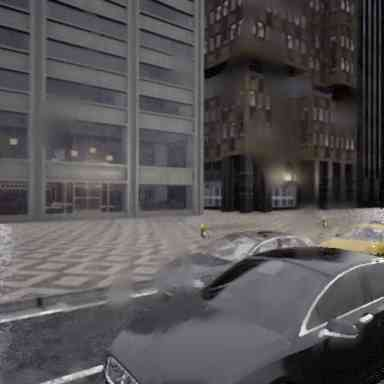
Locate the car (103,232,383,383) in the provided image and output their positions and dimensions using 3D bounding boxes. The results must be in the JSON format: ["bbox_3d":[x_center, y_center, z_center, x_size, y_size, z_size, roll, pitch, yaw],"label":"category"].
[{"bbox_3d":[1.360,1.536,4.221,4.892,1.490,1.837,1,0,-35],"label":"car"}]

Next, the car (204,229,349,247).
[{"bbox_3d":[1.376,1.601,7.628,4.403,1.369,2.008,1,-1,-35],"label":"car"}]

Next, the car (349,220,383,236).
[{"bbox_3d":[5.831,1.626,10.803,4.829,1.417,1.752,1,-1,-35],"label":"car"}]
